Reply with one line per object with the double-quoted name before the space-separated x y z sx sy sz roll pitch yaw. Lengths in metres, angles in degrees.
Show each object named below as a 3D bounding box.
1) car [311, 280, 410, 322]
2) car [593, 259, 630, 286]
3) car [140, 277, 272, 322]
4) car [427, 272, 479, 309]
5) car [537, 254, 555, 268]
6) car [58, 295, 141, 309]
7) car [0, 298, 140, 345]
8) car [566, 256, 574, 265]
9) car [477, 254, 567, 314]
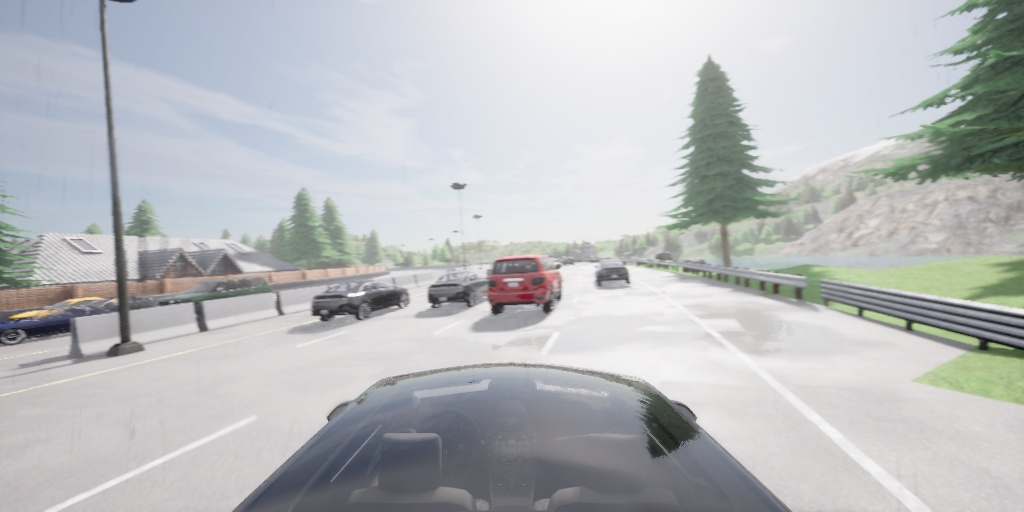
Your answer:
"car" -6.239 1.786 15.387 2.128 1.511 4.902 -4 0 14
"car" 5.974 0.913 21.689 1.812 1.442 4.674 -4 0 11
"car" -16.185 2.301 19.844 2.150 2.045 5.566 -4 0 13
"car" -2.254 1.488 16.830 2.128 1.511 4.902 -4 0 13
"car" 5.638 0.825 60.573 2.150 2.045 5.566 -4 0 -3
"car" -23.133 3.109 20.797 2.128 1.511 4.902 -4 0 13
"car" -20.654 3.006 16.218 1.895 1.301 4.718 -4 0 15
"car" 9.073 0.827 59.532 2.128 1.511 4.902 -4 0 -1
"car" 0.689 0.978 14.147 2.150 2.045 5.566 -4 0 14
